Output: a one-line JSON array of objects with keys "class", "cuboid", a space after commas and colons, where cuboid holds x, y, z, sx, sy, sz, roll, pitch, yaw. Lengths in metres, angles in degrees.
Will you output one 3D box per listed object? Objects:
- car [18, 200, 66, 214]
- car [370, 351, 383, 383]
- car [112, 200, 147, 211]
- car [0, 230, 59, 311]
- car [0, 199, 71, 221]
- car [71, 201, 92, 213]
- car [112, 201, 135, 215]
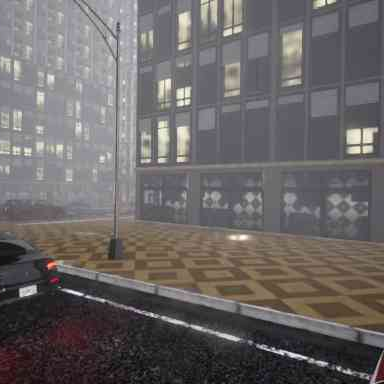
[{"class": "car", "cuboid": [-17.289, 1.643, 38.599, 1.752, 1.417, 4.829, 1, 0, 36]}, {"class": "car", "cuboid": [3.219, 1.353, 1.393, 4.553, 1.767, 2.097, 0, 0, 35]}, {"class": "car", "cuboid": [-8.587, 1.858, 46.027, 1.895, 1.301, 4.718, 1, 0, 36]}, {"class": "car", "cuboid": [-4.674, 1.522, 7.001, 4.674, 1.442, 1.812, 0, 0, 35]}, {"class": "car", "cuboid": [-13.780, 1.519, 29.229, 2.192, 1.841, 5.009, 1, 0, 36]}, {"class": "car", "cuboid": [-13.873, 1.743, 38.849, 1.994, 1.385, 4.181, 1, 0, 37]}, {"class": "car", "cuboid": [-6.994, 1.830, 38.449, 1.752, 1.417, 4.829, 1, 0, 36]}]
